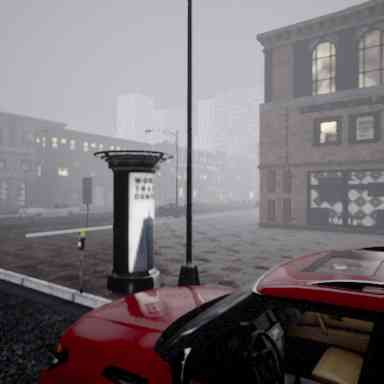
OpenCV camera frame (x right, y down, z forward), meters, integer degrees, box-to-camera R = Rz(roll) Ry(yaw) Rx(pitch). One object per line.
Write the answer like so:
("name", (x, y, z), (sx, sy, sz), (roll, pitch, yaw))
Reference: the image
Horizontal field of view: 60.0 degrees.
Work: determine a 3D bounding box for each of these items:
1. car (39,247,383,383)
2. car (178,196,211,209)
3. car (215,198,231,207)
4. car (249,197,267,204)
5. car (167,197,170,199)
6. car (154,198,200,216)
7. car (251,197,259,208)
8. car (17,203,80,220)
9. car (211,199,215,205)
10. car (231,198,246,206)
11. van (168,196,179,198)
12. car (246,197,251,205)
("car", (1.157, 1.315, 2.050), (5.009, 1.841, 2.192), (0, 0, 36))
("car", (0.294, 1.662, 45.495), (1.994, 1.385, 4.181), (0, 0, 35))
("car", (4.188, 1.669, 55.574), (1.752, 1.417, 4.829), (0, 0, 35))
("car", (13.817, 1.786, 69.277), (2.008, 1.369, 4.403), (0, 0, 35))
("car", (-5.344, 1.585, 42.010), (1.752, 1.417, 4.829), (0, 0, 35))
("car", (-1.523, 1.607, 32.781), (1.887, 1.381, 4.507), (0, 0, 35))
("car", (11.142, 1.612, 50.895), (1.967, 1.590, 4.097), (0, 0, 35))
("car", (-11.999, 1.599, 28.031), (1.895, 1.301, 4.718), (0, 0, 35))
("car", (1.108, 1.666, 51.192), (2.008, 1.369, 4.403), (0, 0, 35))
("car", (7.463, 1.725, 60.234), (2.008, 1.369, 4.403), (0, 0, 35))
("van", (-2.069, 1.429, 46.671), (1.690, 1.788, 3.998), (0, 0, 35))
("car", (10.640, 1.756, 64.755), (2.008, 1.369, 4.403), (0, 0, 35))
